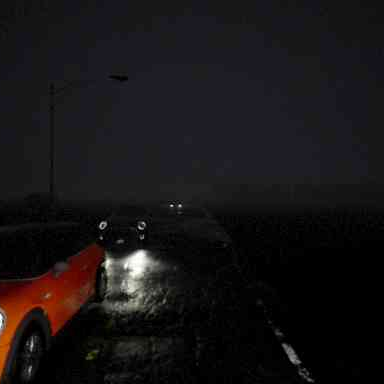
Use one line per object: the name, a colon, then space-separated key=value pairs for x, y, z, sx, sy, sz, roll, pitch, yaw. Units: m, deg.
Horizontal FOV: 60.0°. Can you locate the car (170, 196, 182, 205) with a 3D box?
car: x=-2.700 y=1.445 z=58.183 sx=1.812 sy=1.442 sz=4.674 roll=0 pitch=0 yaw=1

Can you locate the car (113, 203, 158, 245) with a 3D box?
car: x=-2.813 y=1.348 z=15.321 sx=2.097 sy=1.767 sz=4.553 roll=0 pitch=0 yaw=0

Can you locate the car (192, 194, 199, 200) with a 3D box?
car: x=0.980 y=1.324 z=91.602 sx=1.812 sy=1.442 sz=4.674 roll=0 pitch=0 yaw=0

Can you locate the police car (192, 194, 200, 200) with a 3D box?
police car: x=0.970 y=1.250 z=85.711 sx=1.930 sy=1.638 sz=5.238 roll=0 pitch=0 yaw=0

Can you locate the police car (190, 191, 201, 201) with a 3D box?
police car: x=0.953 y=1.290 z=75.712 sx=1.930 sy=1.638 sz=5.238 roll=0 pitch=0 yaw=0

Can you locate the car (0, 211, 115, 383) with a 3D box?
car: x=-2.842 y=1.351 z=5.183 sx=2.097 sy=1.767 sz=4.553 roll=0 pitch=0 yaw=0
